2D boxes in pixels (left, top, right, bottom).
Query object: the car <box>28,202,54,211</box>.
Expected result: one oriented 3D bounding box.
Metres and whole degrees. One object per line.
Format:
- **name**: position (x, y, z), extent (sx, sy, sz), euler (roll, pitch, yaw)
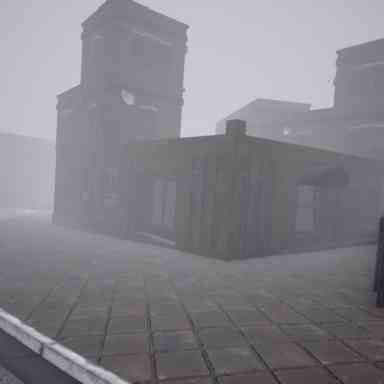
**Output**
- **car**: position (-23.278, 2.191, 51.414), extent (1.994, 1.385, 4.181), euler (4, -1, 13)
